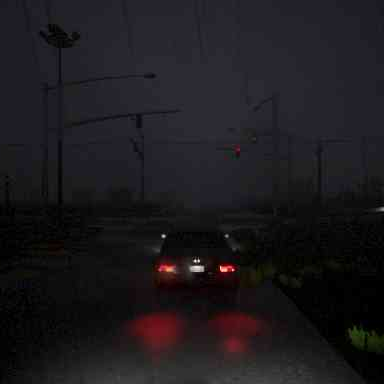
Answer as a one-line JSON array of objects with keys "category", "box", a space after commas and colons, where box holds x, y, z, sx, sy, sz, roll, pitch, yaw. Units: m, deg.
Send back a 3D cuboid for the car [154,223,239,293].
[{"category": "car", "box": [0.090, 1.547, 8.996, 2.033, 1.411, 5.357, 0, 0, 0]}]
